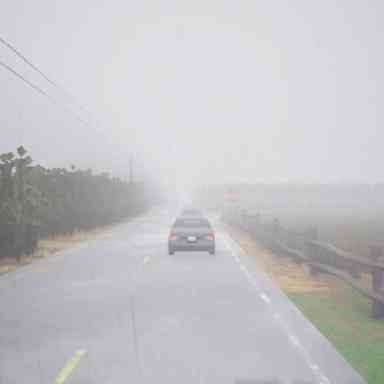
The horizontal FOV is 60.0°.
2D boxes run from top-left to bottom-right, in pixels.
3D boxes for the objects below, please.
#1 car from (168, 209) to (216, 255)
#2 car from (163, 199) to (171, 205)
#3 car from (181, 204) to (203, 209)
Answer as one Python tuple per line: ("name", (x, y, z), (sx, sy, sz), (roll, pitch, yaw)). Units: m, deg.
("car", (-0.008, 1.680, 13.986), (2.033, 1.411, 5.357), (0, -1, 0))
("car", (-5.830, 2.278, 78.201), (2.033, 1.411, 5.357), (0, -1, -1))
("car", (-0.021, 1.804, 29.377), (1.812, 1.442, 4.674), (0, 0, 0))
